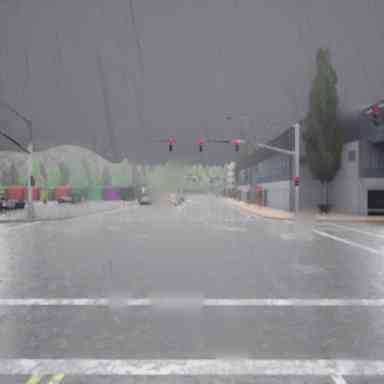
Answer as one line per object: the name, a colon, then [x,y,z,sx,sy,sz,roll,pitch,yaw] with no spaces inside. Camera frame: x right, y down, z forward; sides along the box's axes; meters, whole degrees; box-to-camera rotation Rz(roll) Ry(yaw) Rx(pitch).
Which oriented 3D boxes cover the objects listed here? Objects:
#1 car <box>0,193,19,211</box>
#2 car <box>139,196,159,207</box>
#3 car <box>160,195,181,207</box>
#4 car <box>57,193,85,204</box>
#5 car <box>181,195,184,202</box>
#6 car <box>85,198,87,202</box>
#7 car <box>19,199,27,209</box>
car: [-21.332,1.088,35.180,4.605,1.855,1.932,0,0,0]
car: [-6.696,1.385,50.250,1.882,1.535,5.008,0,0,2]
car: [-3.207,1.385,49.892,1.882,1.535,5.008,0,0,2]
car: [-21.218,1.049,57.698,3.866,1.878,1.905,0,0,0]
car: [-2.891,1.398,57.368,1.837,1.490,4.892,0,0,2]
car: [-21.194,1.283,60.594,3.806,1.475,1.970,0,0,0]
car: [-21.265,1.086,38.074,3.866,1.878,1.905,0,0,0]
